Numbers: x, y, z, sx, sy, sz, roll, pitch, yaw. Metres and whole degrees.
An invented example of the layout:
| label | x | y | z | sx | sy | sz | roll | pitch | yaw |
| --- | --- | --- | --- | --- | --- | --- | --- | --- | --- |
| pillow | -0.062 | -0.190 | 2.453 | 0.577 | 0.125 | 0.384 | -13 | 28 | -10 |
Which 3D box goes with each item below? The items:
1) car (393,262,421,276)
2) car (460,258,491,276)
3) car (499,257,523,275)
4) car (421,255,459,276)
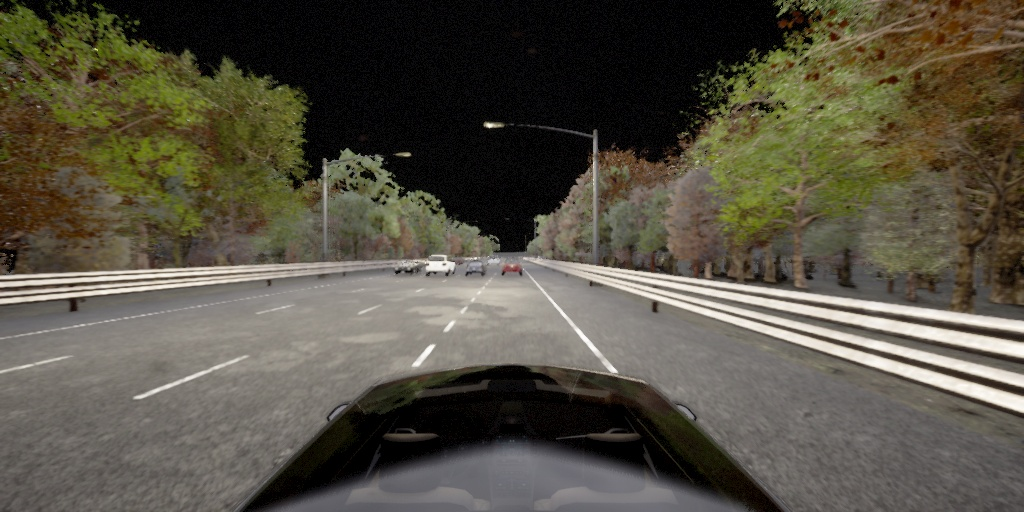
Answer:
| label | x | y | z | sx | sy | sz | roll | pitch | yaw |
| --- | --- | --- | --- | --- | --- | --- | --- | --- | --- |
| car | -10.495 | 1.284 | 36.729 | 1.895 | 1.301 | 4.718 | 0 | 0 | 0 |
| car | -3.501 | 1.232 | 35.758 | 2.033 | 1.411 | 5.357 | 0 | 0 | 0 |
| car | 0.013 | 1.033 | 37.283 | 2.097 | 1.767 | 4.553 | 0 | 0 | 0 |
| car | -7.002 | 0.909 | 35.662 | 2.150 | 2.045 | 5.566 | 0 | 0 | 0 |
